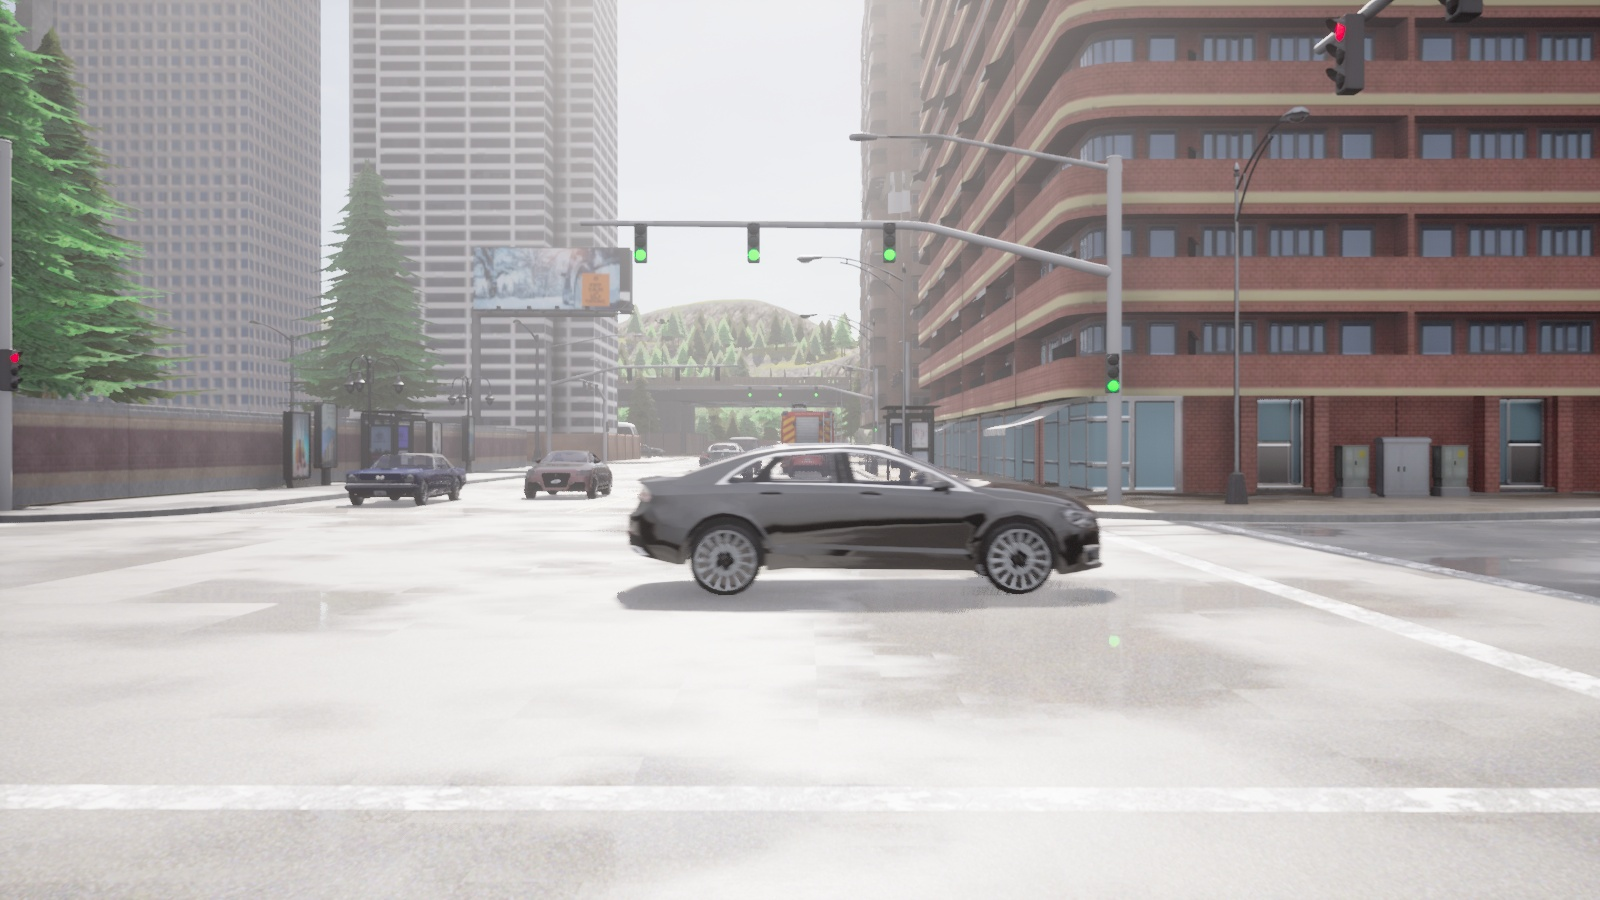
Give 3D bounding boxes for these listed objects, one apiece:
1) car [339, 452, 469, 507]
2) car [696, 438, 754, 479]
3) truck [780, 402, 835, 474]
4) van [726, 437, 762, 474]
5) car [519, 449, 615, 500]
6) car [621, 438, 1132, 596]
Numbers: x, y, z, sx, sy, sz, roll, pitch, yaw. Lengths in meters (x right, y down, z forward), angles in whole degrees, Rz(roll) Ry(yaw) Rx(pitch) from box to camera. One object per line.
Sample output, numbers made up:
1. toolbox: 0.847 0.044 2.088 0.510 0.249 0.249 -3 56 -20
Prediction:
1. car: -10.298 0.725 33.023 1.895 1.301 4.718 0 0 0
2. car: -3.179 0.336 53.994 2.152 1.651 5.027 0 0 0
3. truck: 0.418 -0.661 70.959 2.891 3.827 8.468 0 0 0
4. van: -3.091 0.259 69.574 1.775 1.987 4.442 0 0 0
5. car: -6.769 0.678 36.936 1.994 1.385 4.181 0 0 1
6. car: 0.735 0.636 13.121 4.902 1.511 2.128 0 0 0
